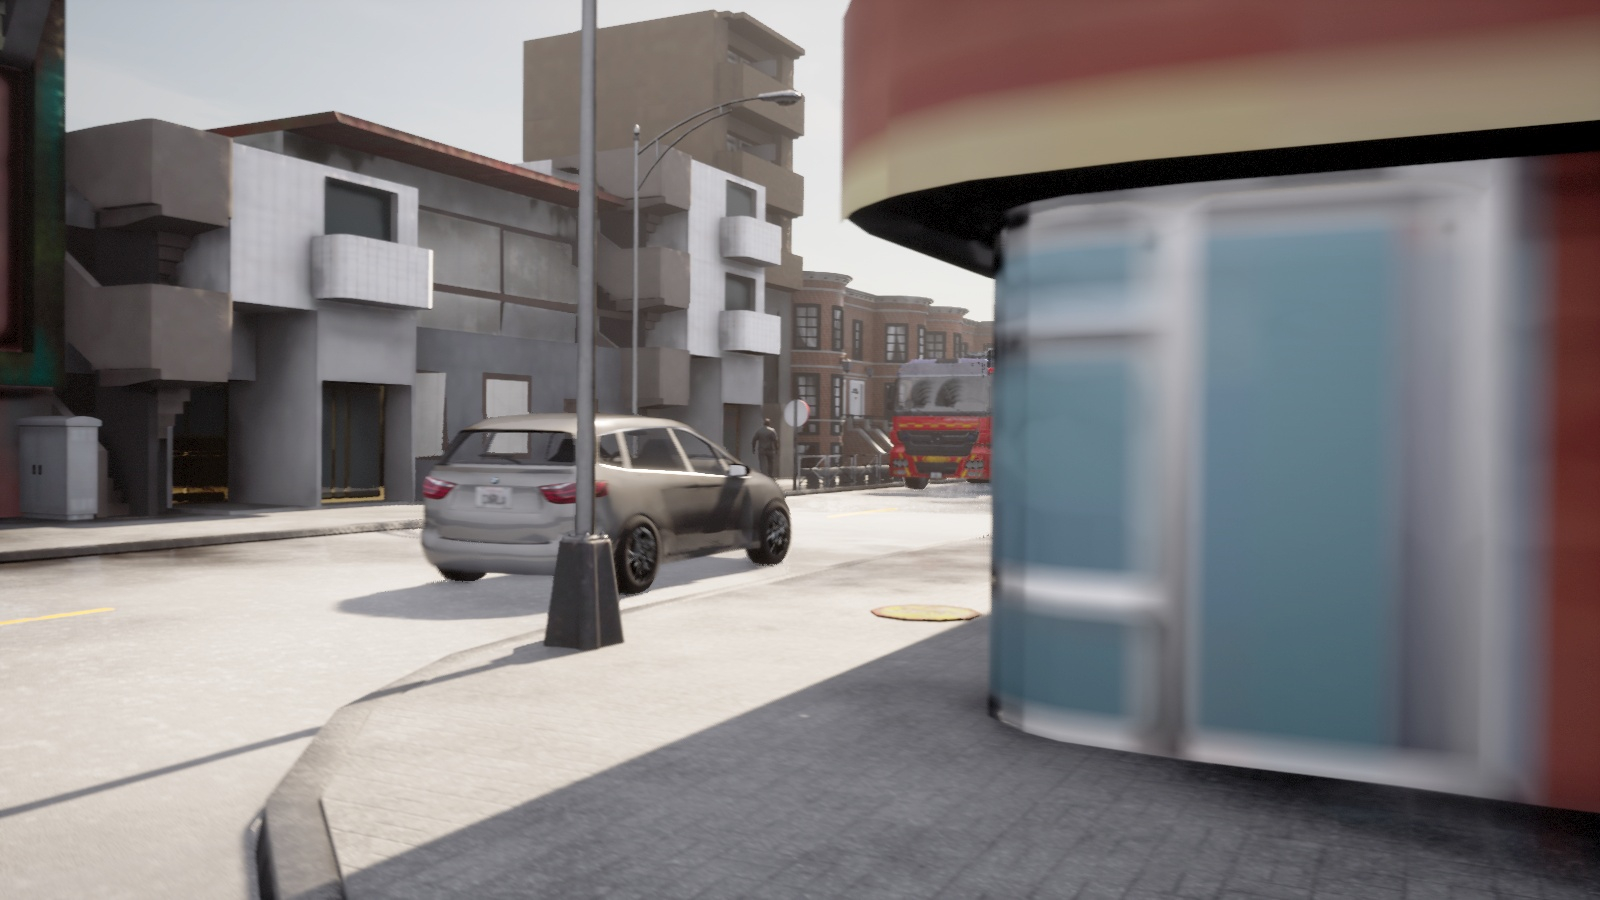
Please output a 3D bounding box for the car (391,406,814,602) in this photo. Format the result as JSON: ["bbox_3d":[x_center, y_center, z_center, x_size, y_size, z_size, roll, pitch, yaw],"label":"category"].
[{"bbox_3d":[-1.798,0.432,13.222,2.242,1.667,4.611,0,1,24],"label":"car"}]

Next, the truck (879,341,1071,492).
[{"bbox_3d":[5.298,-0.908,36.284,2.891,3.827,8.468,0,1,27],"label":"truck"}]

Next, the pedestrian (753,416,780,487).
[{"bbox_3d":[-0.906,0.045,33.701,0.563,1.883,0.849,0,1,9],"label":"pedestrian"}]
